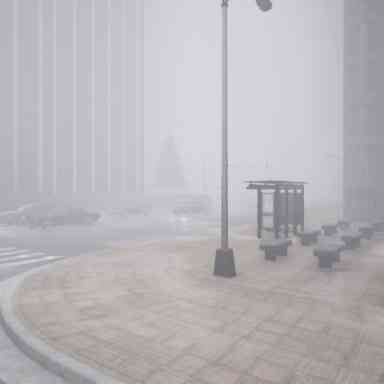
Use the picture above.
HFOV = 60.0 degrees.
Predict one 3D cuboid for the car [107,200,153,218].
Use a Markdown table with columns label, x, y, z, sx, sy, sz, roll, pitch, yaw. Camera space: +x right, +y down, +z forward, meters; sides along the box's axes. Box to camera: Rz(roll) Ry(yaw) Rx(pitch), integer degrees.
| label | x | y | z | sx | sy | sz | roll | pitch | yaw |
| --- | --- | --- | --- | --- | --- | --- | --- | --- | --- |
| car | -5.753 | 1.543 | 31.403 | 2.128 | 1.511 | 4.902 | 0 | 0 | 36 |

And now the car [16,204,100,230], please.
| label | x | y | z | sx | sy | sz | roll | pitch | yaw |
| --- | --- | --- | --- | --- | --- | --- | --- | --- | --- |
| car | -8.462 | 1.652 | 21.669 | 1.895 | 1.301 | 4.718 | 0 | 0 | 36 |

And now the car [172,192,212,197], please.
| label | x | y | z | sx | sy | sz | roll | pitch | yaw |
| --- | --- | --- | --- | --- | --- | --- | --- | --- | --- |
| car | 0.461 | 1.273 | 39.969 | 2.150 | 2.045 | 5.566 | 0 | 0 | 37 |

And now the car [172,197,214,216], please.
| label | x | y | z | sx | sy | sz | roll | pitch | yaw |
| --- | --- | --- | --- | --- | --- | --- | --- | --- | --- |
| car | -0.014 | 1.559 | 33.362 | 1.837 | 1.490 | 4.892 | 0 | -1 | 36 |

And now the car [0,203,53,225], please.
| label | x | y | z | sx | sy | sz | roll | pitch | yaw |
| --- | --- | --- | --- | --- | --- | --- | --- | --- | --- |
| car | -11.155 | 1.556 | 23.921 | 1.837 | 1.490 | 4.892 | 0 | 0 | 36 |
